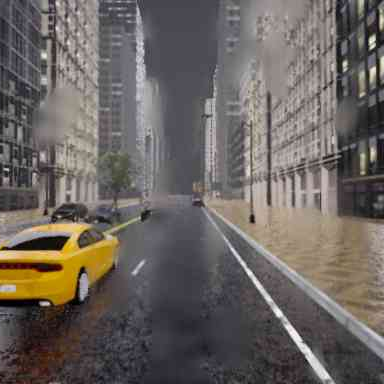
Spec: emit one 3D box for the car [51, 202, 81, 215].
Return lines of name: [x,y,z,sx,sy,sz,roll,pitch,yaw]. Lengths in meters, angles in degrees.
car: [-9.831,1.636,27.104,1.837,1.490,4.892,0,0,0]

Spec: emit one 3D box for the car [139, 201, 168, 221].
car: [-3.131,1.701,28.345,1.994,1.385,4.181,0,0,0]

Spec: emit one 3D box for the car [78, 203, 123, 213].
car: [-6.583,1.671,25.455,2.033,1.411,5.357,0,0,0]

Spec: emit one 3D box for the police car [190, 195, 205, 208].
police car: [1.007,1.685,53.402,1.930,1.638,5.238,0,0,0]

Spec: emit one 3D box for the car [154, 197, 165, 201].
car: [-6.471,1.799,65.914,1.882,1.535,5.008,0,0,0]

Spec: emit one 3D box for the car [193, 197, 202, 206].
car: [1.013,1.765,63.484,1.801,1.575,5.366,0,0,0]

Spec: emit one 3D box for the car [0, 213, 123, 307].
car: [-3.133,1.518,8.173,1.882,1.535,5.008,0,0,0]

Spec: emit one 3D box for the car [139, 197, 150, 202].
car: [-9.708,1.853,68.931,2.128,1.511,4.902,0,0,0]
